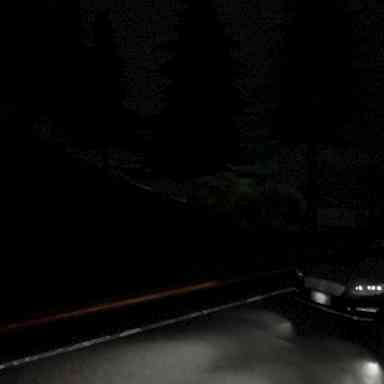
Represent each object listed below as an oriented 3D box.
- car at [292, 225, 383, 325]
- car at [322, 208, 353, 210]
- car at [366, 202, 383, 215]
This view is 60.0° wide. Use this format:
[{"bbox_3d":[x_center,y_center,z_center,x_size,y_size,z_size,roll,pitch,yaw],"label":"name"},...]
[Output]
[{"bbox_3d":[4.125,1.483,6.920,4.902,1.511,2.128,0,0,-35],"label":"car"},{"bbox_3d":[13.344,1.386,34.286,2.150,2.045,5.566,0,0,-36],"label":"car"},{"bbox_3d":[17.003,1.665,35.215,1.837,1.490,4.892,0,0,-36],"label":"car"}]
